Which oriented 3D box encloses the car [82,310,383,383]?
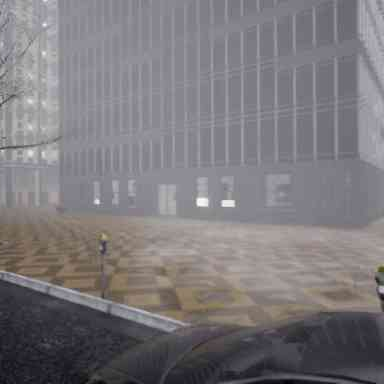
[{"bbox_3d":[1.058,1.566,2.208,4.313,1.339,1.947,0,0,36],"label":"car"}]
